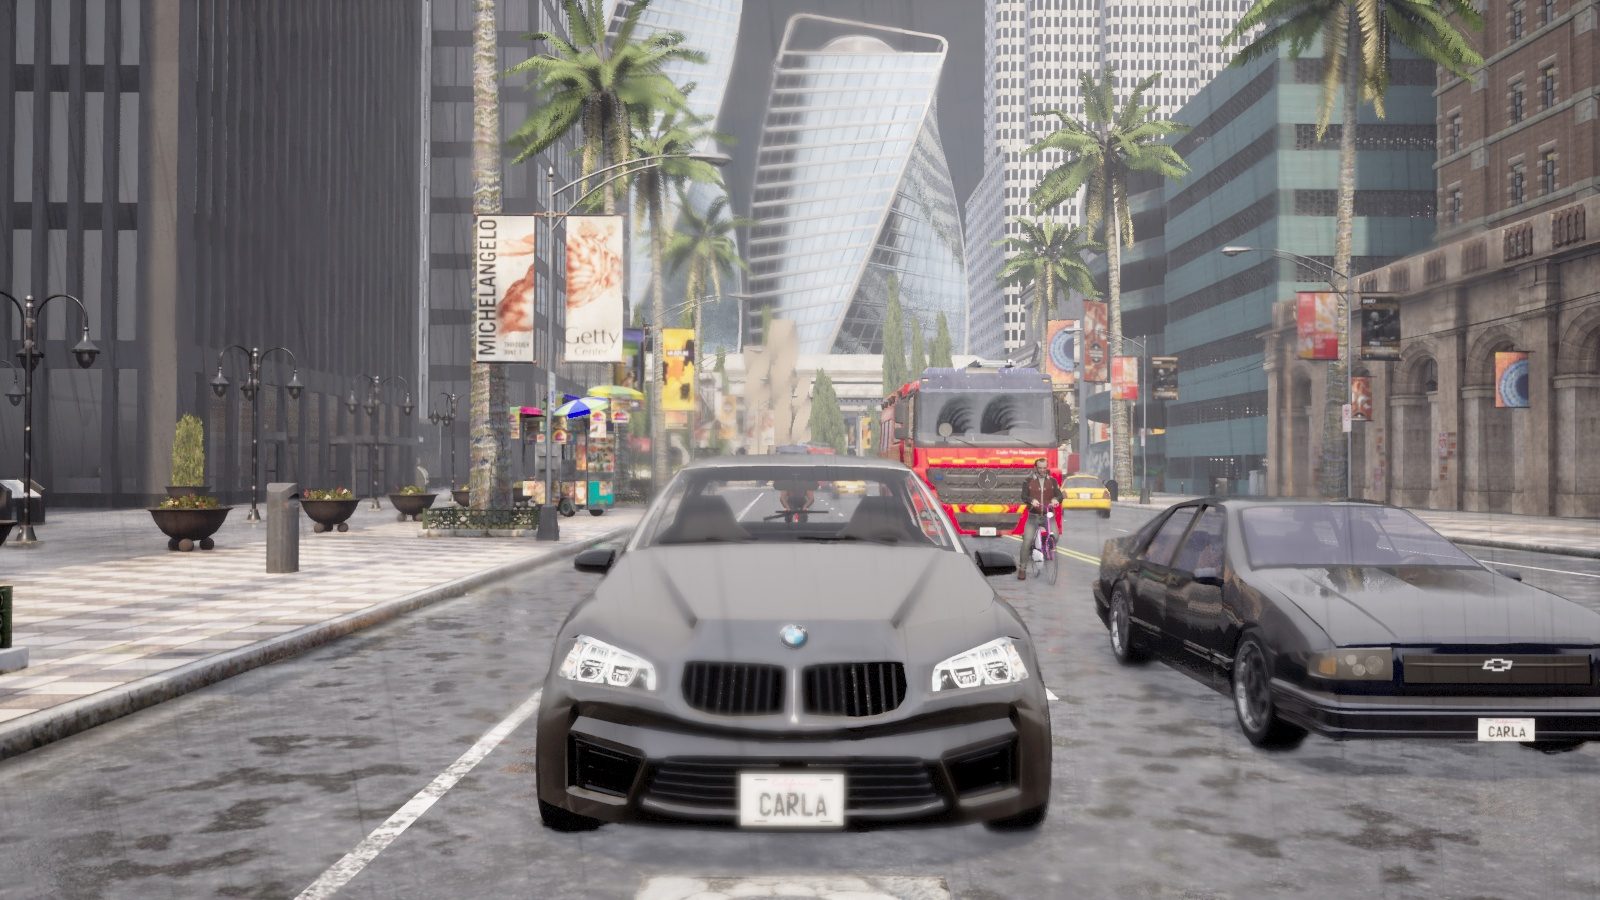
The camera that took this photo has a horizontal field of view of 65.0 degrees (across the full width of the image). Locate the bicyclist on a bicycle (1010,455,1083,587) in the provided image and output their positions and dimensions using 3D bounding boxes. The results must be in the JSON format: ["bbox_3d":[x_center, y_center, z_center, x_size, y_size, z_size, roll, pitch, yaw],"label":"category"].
[{"bbox_3d":[3.458,0.969,17.742,0.659,1.776,1.843,0,-1,0],"label":"bicyclist on a bicycle"}]

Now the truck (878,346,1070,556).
[{"bbox_3d":[3.446,0.092,27.189,2.891,3.827,8.468,0,-1,0],"label":"truck"}]

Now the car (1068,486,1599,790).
[{"bbox_3d":[3.478,0.996,8.825,2.033,1.411,5.357,0,-1,0],"label":"car"}]

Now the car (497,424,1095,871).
[{"bbox_3d":[-0.018,0.777,7.026,2.242,1.667,4.611,0,-1,0],"label":"car"}]

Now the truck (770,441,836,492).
[{"bbox_3d":[0.352,1.289,97.970,2.891,3.827,8.468,-1,-1,16],"label":"truck"}]

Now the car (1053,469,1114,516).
[{"bbox_3d":[9.980,1.459,44.514,1.801,1.575,5.366,0,-1,10],"label":"car"}]
